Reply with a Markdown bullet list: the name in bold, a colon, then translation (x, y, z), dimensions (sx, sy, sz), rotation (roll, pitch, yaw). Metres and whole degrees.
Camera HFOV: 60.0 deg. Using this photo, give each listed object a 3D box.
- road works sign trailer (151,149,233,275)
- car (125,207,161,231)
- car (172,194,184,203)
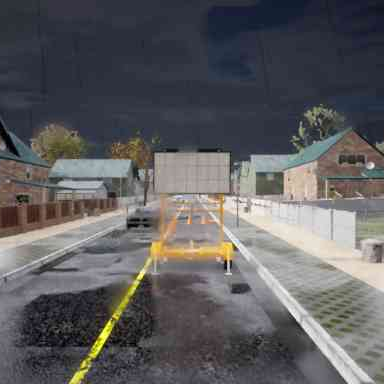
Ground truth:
- **road works sign trailer**: translation (-0.001, 0.467, 10.427), dimensions (2.380, 3.560, 2.880), rotation (0, 0, 0)
- **car**: translation (-2.853, 1.606, 20.810), dimensions (1.895, 1.301, 4.718), rotation (0, 0, 0)
- **car**: translation (-2.756, 1.216, 67.886), dimensions (2.150, 2.045, 5.566), rotation (0, 0, 0)
